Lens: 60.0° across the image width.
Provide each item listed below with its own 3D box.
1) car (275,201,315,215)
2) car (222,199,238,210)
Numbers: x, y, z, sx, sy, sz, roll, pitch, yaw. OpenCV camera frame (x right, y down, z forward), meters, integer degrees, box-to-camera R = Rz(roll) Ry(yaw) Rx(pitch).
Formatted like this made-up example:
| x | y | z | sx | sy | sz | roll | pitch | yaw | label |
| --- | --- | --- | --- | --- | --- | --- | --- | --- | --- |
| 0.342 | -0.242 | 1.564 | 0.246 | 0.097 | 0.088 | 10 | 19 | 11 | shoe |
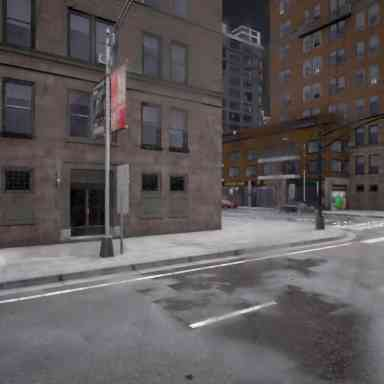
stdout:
| x | y | z | sx | sy | sz | roll | pitch | yaw | label |
| --- | --- | --- | --- | --- | --- | --- | --- | --- | --- |
| 10.548 | 1.580 | 34.281 | 1.947 | 1.339 | 4.313 | 0 | 0 | -35 | car |
| 4.190 | 1.594 | 43.285 | 1.802 | 1.307 | 4.206 | 0 | 0 | -35 | car |
